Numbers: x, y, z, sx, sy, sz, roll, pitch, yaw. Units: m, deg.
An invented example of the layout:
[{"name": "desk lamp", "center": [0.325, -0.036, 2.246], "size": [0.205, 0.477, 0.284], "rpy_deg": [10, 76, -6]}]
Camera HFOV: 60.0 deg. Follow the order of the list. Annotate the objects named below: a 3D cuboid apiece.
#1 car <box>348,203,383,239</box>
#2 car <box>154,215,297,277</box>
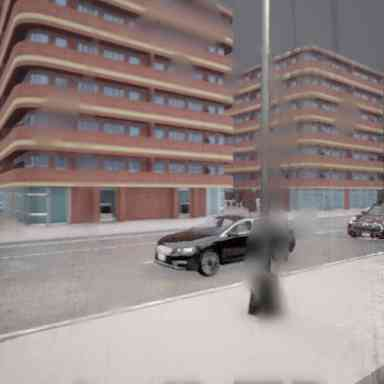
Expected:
[{"name": "car", "center": [9.712, 1.346, 16.441], "size": [4.553, 1.767, 2.097], "rpy_deg": [0, 0, -36]}, {"name": "car", "center": [1.190, 1.489, 10.361], "size": [4.902, 1.511, 2.128], "rpy_deg": [0, 0, -35]}]
